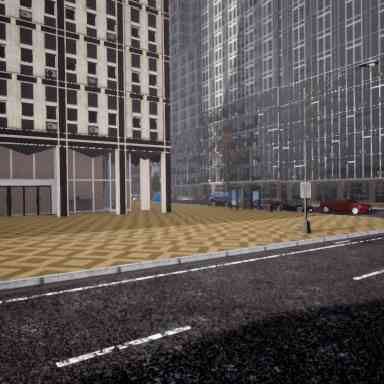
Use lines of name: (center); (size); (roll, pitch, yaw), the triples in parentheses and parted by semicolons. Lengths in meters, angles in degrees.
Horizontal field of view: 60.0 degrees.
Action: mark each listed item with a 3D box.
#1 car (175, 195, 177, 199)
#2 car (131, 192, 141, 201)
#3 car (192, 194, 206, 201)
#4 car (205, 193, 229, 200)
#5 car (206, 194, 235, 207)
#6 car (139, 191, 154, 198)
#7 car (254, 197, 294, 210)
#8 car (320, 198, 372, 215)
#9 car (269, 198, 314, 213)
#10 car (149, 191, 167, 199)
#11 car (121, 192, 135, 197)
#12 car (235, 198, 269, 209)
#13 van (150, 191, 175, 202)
car: (-4.762, 0.936, 72.777); (1.802, 1.307, 4.206); (0, 1, -34)
car: (-11.678, 1.039, 68.044); (2.008, 1.369, 4.403); (0, 1, -34)
car: (1.659, 1.043, 63.397); (1.802, 1.307, 4.206); (0, 1, -34)
car: (4.403, 1.241, 49.137); (1.994, 1.385, 4.181); (-1, 1, -34)
car: (4.330, 1.319, 44.566); (1.947, 1.339, 4.313); (0, 1, -34)
car: (-11.183, 0.686, 82.155); (1.967, 1.590, 4.097); (0, 1, -34)
car: (10.048, 1.369, 40.884); (1.895, 1.301, 4.718); (-1, 1, -35)
car: (15.266, 1.330, 33.240); (1.882, 1.535, 5.008); (-1, 1, -34)
car: (10.689, 1.424, 35.141); (1.947, 1.339, 4.313); (0, 1, -34)
car: (-7.973, 0.615, 77.464); (2.192, 1.841, 5.009); (0, 1, -34)
car: (-17.604, 0.688, 91.536); (2.008, 1.369, 4.403); (0, 1, -34)
car: (7.492, 1.388, 39.843); (1.802, 1.307, 4.206); (0, 1, -34)
van: (-5.256, 0.937, 58.662); (1.690, 1.788, 3.998); (0, 1, -34)
